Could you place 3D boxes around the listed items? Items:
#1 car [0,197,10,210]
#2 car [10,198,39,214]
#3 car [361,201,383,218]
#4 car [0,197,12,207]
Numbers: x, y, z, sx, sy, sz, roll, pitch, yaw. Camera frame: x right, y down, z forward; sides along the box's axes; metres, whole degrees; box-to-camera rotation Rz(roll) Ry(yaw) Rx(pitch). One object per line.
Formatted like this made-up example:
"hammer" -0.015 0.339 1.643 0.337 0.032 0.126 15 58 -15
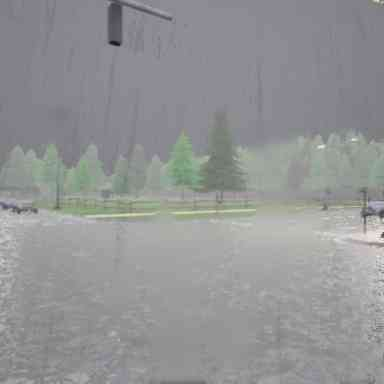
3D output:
"car" -22.769 1.520 42.247 1.812 1.442 4.674 0 0 -36
"car" -17.579 1.521 35.041 1.812 1.442 4.674 0 0 -36
"car" 17.419 1.520 30.511 4.674 1.442 1.812 0 0 -36
"car" -28.695 1.519 50.544 1.812 1.442 4.674 0 0 -36
